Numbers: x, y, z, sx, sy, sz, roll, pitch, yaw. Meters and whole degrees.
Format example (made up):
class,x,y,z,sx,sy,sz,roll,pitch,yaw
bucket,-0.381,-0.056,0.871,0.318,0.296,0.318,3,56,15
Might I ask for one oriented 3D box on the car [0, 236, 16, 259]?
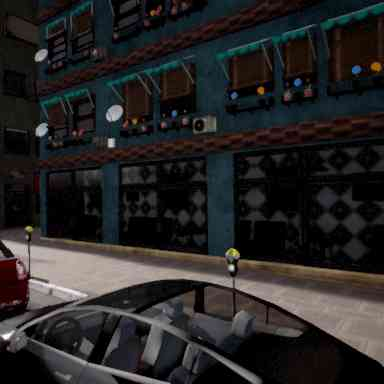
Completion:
class,x,y,z,sx,sy,sz,roll,pitch,yaw
car,-4.989,1.441,6.453,4.097,1.590,1.967,0,-1,36

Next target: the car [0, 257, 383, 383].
class,x,y,z,sx,sy,sz,roll,pitch,yaw
car,-0.494,1.565,3.243,4.313,1.339,1.947,0,-1,36
